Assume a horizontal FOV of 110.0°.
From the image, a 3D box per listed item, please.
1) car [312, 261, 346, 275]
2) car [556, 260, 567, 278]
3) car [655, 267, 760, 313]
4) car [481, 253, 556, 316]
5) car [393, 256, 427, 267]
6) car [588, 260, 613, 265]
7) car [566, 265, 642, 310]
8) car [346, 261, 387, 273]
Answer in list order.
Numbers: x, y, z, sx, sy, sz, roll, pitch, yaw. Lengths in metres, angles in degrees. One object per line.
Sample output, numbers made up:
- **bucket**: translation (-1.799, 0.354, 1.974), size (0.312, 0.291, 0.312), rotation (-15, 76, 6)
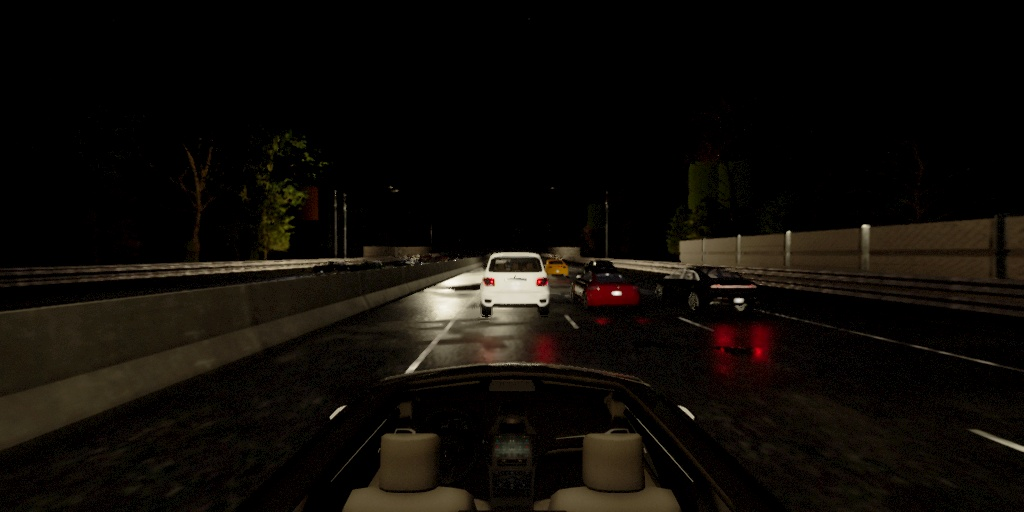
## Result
- **car**: translation (-17.600, 1.138, 35.382), size (1.895, 1.301, 4.718), rotation (0, 0, 0)
- **car**: translation (3.595, 1.046, 30.680), size (1.882, 1.535, 5.008), rotation (0, 0, 0)
- **car**: translation (7.093, 1.167, 13.623), size (2.128, 1.511, 4.902), rotation (0, 0, 0)
- **car**: translation (0.088, 0.901, 13.050), size (2.150, 2.045, 5.566), rotation (0, 0, 0)
- **car**: translation (-10.599, 1.022, 36.580), size (2.128, 1.511, 4.902), rotation (0, 0, 0)
- **car**: translation (7.094, 1.084, 29.161), size (1.837, 1.490, 4.892), rotation (0, 1, 0)
- **car**: translation (3.594, 1.236, 14.311), size (1.994, 1.385, 4.181), rotation (0, 0, 0)
- **car**: translation (-14.100, 1.138, 35.441), size (1.895, 1.301, 4.718), rotation (0, 0, 0)
